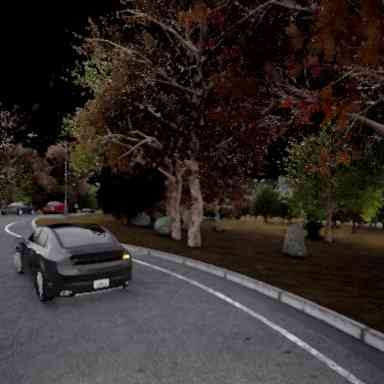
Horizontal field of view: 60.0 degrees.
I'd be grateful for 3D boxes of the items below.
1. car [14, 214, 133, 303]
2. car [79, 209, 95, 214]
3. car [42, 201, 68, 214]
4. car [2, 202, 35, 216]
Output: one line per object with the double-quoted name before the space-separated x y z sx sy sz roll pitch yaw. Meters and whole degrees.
"car" -3.177 1.528 8.454 1.837 1.490 4.892 0 0 -36
"car" -20.174 3.905 64.225 2.033 1.411 5.357 0 -5 0
"car" -20.087 2.311 49.118 2.150 2.045 5.566 0 -3 -1
"car" -19.983 1.962 38.522 1.837 1.490 4.892 0 -3 0
